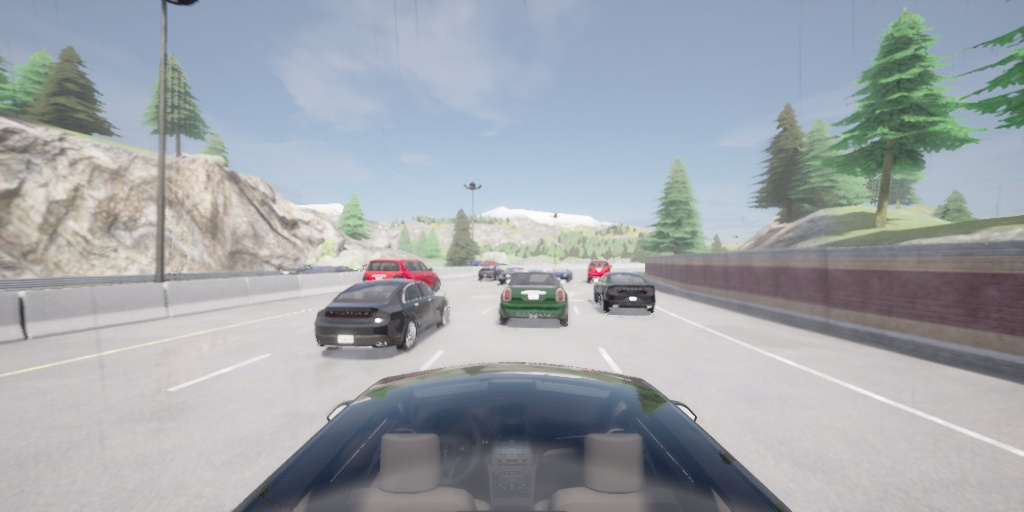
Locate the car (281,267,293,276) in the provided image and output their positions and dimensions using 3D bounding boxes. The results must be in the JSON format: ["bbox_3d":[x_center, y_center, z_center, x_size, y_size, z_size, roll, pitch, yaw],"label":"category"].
[{"bbox_3d":[-22.921,1.655,39.582,2.128,1.511,4.902,0,-1,15],"label":"car"}]

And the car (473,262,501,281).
[{"bbox_3d":[-1.915,1.684,36.224,2.128,1.511,4.902,0,-1,15],"label":"car"}]

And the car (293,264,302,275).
[{"bbox_3d":[-19.793,1.699,37.832,2.033,1.411,5.357,0,-1,14],"label":"car"}]

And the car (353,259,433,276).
[{"bbox_3d":[-5.540,1.171,18.566,2.150,2.045,5.566,0,-1,8],"label":"car"}]

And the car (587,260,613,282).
[{"bbox_3d":[8.466,1.428,34.494,2.150,2.045,5.566,0,-1,15],"label":"car"}]

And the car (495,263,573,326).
[{"bbox_3d":[0.826,1.246,12.606,2.097,1.767,4.553,0,-1,5],"label":"car"}]

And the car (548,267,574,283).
[{"bbox_3d":[4.725,1.789,34.058,1.895,1.301,4.718,0,-1,15],"label":"car"}]

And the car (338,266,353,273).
[{"bbox_3d":[-13.609,1.719,33.643,1.895,1.301,4.718,0,-1,13],"label":"car"}]

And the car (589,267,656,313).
[{"bbox_3d":[4.647,1.421,15.354,1.882,1.535,5.008,0,-1,7],"label":"car"}]

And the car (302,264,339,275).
[{"bbox_3d":[-17.017,1.665,34.475,2.033,1.411,5.357,0,-1,13],"label":"car"}]

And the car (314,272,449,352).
[{"bbox_3d":[-2.992,1.345,9.257,1.837,1.490,4.892,0,0,4],"label":"car"}]

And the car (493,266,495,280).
[{"bbox_3d":[0.267,1.677,30.757,2.033,1.411,5.357,0,-1,13],"label":"car"}]
